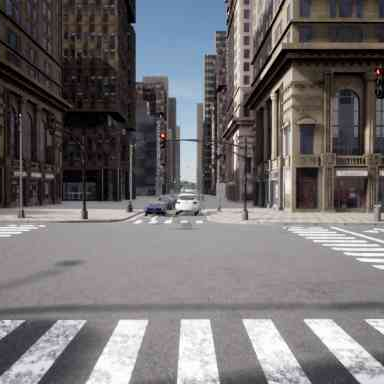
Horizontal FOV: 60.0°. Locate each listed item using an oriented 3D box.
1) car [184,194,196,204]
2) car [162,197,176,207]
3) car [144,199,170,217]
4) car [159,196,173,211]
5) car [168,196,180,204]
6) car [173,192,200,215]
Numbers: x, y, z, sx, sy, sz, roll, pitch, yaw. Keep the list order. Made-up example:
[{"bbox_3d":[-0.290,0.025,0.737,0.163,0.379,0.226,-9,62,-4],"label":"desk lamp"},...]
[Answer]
[{"bbox_3d":[-0.404,1.339,62.174,2.097,1.767,4.553,0,0,0],"label":"car"},{"bbox_3d":[-3.519,1.514,51.640,1.812,1.442,4.674,0,0,-1],"label":"car"},{"bbox_3d":[-3.369,1.593,31.612,1.895,1.301,4.718,0,0,-1],"label":"car"},{"bbox_3d":[-3.450,1.496,41.156,1.837,1.490,4.892,0,0,-1],"label":"car"},{"bbox_3d":[-3.541,1.542,66.838,2.033,1.411,5.357,0,0,0],"label":"car"},{"bbox_3d":[-0.395,1.214,34.525,2.150,2.045,5.566,0,0,2],"label":"car"}]
